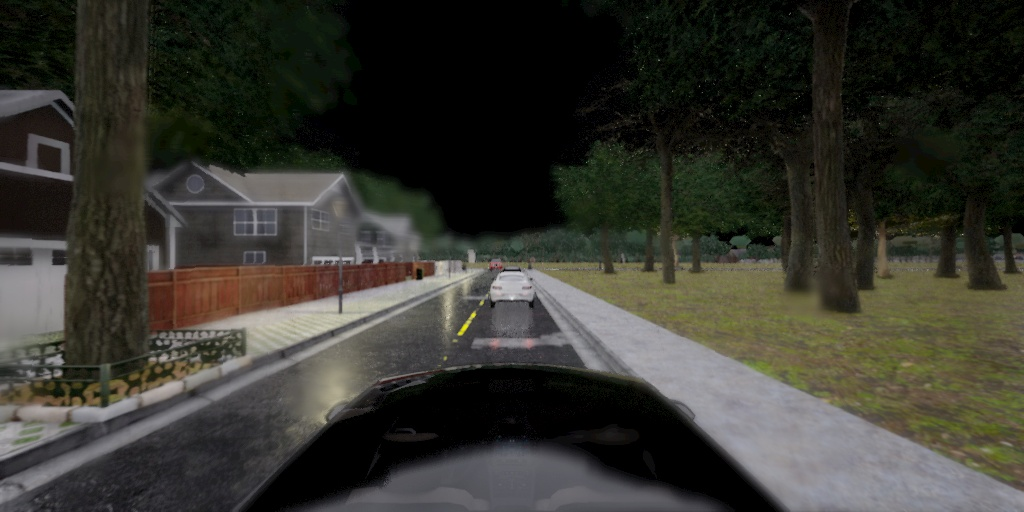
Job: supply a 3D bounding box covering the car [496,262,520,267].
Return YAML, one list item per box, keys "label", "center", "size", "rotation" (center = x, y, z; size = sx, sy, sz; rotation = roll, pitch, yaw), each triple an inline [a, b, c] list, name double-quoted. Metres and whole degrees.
- label: "car"
  center: [0.009, 1.520, 31.143]
  size: [2.128, 1.511, 4.902]
  rotation: [0, 0, 0]

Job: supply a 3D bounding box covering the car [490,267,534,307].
- label: "car"
  center: [0.007, 1.411, 16.218]
  size: [1.812, 1.442, 4.674]
  rotation: [0, 0, 0]

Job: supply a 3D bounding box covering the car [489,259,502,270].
- label: "car"
  center: [-2.740, 1.537, 62.765]
  size: [2.150, 2.045, 5.566]
  rotation: [0, -1, 0]
